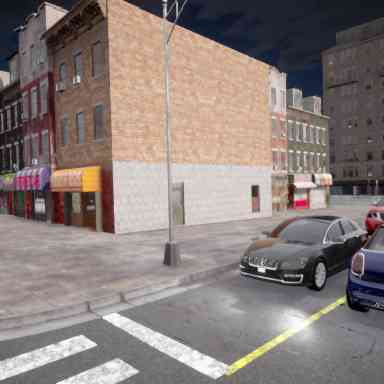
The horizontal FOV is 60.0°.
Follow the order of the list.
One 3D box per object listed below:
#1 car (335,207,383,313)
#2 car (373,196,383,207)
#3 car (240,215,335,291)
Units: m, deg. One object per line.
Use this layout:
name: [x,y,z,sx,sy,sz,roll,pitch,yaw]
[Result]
car: [4.867,1.278,6.616,4.553,1.767,2.097,-1,1,-45]
car: [10.298,1.020,16.059,2.150,2.045,5.566,0,1,45]
car: [3.238,1.430,9.015,1.837,1.490,4.892,0,1,45]
